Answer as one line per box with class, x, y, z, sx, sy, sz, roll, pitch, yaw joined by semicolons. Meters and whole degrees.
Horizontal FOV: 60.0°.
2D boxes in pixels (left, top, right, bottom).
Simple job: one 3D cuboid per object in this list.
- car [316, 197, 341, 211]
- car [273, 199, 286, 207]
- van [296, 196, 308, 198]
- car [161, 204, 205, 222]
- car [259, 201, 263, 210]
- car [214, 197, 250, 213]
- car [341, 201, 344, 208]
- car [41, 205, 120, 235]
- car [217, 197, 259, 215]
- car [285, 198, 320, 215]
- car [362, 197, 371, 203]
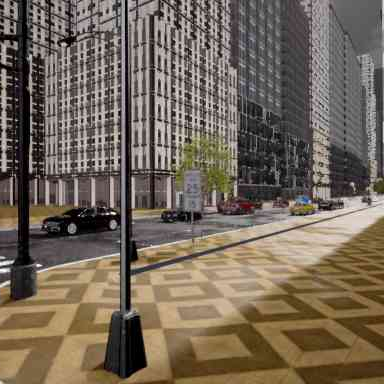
car;18.281;1.751;44.870;1.947;1.339;4.313;0;0;35
car;14.604;1.816;54.312;1.802;1.307;4.206;0;0;35
van;21.061;1.606;63.705;1.690;1.788;3.998;0;0;35
car;-0.674;1.679;27.512;1.994;1.385;4.181;0;0;35
car;8.147;1.764;44.924;1.947;1.339;4.313;0;0;35
car;4.918;1.494;40.233;2.192;1.841;5.009;-1;-1;35
car;21.509;1.753;49.564;2.008;1.369;4.403;0;0;35
car;-6.273;1.577;19.387;1.837;1.490;4.892;0;0;35
car;4.985;1.507;35.727;2.097;1.767;4.553;0;0;34
car;11.920;1.673;35.622;1.752;1.417;4.829;0;0;35
car;40.880;1.850;77.730;1.947;1.339;4.313;0;0;35
